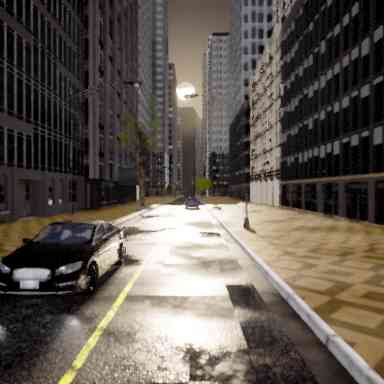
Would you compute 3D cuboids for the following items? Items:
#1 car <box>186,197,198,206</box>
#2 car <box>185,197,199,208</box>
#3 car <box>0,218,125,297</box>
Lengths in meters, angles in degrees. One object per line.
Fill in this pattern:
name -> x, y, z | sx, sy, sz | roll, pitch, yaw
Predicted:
car -> 0.012, 1.591, 57.936 | 1.994, 1.385, 4.181 | 0, 0, 0
car -> 0.010, 1.493, 47.489 | 1.882, 1.535, 5.008 | 0, 0, 0
car -> -3.060, 1.492, 8.741 | 2.128, 1.511, 4.902 | 0, 0, 0
